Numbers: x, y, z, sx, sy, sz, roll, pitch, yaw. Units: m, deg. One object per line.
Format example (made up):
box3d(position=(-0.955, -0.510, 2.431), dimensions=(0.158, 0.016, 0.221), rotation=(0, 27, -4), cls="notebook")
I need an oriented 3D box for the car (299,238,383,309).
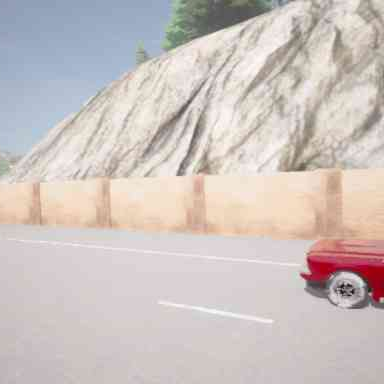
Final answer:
box3d(position=(4.310, 1.234, 5.514), dimensions=(4.718, 1.301, 1.895), rotation=(-1, 2, 29), cls="car")
